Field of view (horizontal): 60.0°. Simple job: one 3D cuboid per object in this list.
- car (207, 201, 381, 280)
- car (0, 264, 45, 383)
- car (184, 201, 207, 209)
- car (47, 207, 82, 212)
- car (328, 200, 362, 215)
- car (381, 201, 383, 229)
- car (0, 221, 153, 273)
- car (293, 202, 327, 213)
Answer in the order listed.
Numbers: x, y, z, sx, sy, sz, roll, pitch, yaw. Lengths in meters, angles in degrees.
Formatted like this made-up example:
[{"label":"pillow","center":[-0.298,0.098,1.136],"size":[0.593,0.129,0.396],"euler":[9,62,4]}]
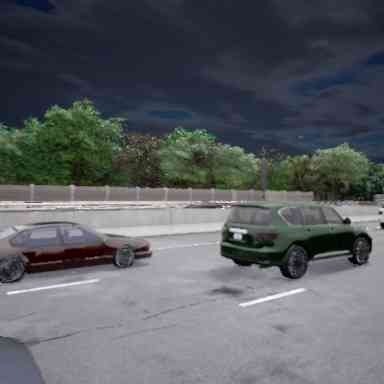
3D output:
[{"label":"car","center":[3.412,1.320,10.479],"size":[5.566,2.045,2.150],"euler":[1,-1,-35]},{"label":"car","center":[-3.450,1.529,1.408],"size":[5.357,1.411,2.033],"euler":[1,0,-35]},{"label":"car","center":[1.350,1.814,39.341],"size":[5.008,1.535,1.882],"euler":[1,-1,-35]},{"label":"car","center":[-7.828,1.617,19.903],"size":[4.181,1.385,1.994],"euler":[1,0,-35]},{"label":"car","center":[20.328,2.001,44.212],"size":[4.553,1.767,2.097],"euler":[1,-1,-35]},{"label":"car","center":[15.113,1.588,23.122],"size":[5.566,2.045,2.150],"euler":[1,-1,-36]},{"label":"car","center":[-3.839,1.571,9.606],"size":[5.357,1.411,2.033],"euler":[1,0,-35]},{"label":"car","center":[16.156,2.112,45.559],"size":[4.892,1.490,1.837],"euler":[2,-1,-35]}]
